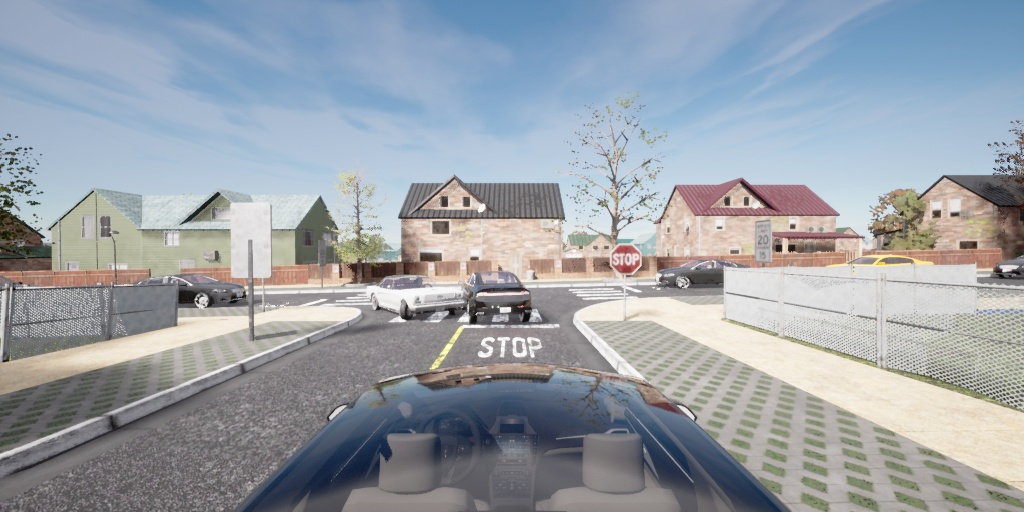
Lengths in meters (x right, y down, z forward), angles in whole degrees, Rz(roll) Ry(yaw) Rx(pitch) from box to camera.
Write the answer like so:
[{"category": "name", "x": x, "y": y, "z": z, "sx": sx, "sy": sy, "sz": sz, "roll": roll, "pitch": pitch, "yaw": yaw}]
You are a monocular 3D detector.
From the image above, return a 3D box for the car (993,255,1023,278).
[{"category": "car", "x": 29.386, "y": 0.478, "z": 19.511, "sx": 4.902, "sy": 1.511, "sz": 2.128, "roll": -1, "pitch": 1, "yaw": 0}]

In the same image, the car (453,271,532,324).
[{"category": "car", "x": -0.685, "y": 1.242, "z": 12.028, "sx": 2.128, "sy": 1.511, "sz": 4.902, "roll": 0, "pitch": 0, "yaw": -12}]

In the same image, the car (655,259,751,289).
[{"category": "car", "x": 10.331, "y": 0.926, "z": 19.437, "sx": 4.902, "sy": 1.511, "sz": 2.128, "roll": -1, "pitch": 1, "yaw": 0}]

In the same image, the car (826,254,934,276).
[{"category": "car", "x": 19.761, "y": 0.690, "z": 19.474, "sx": 5.008, "sy": 1.535, "sz": 1.882, "roll": -1, "pitch": 1, "yaw": -1}]

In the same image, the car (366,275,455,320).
[{"category": "car", "x": -3.602, "y": 1.368, "z": 12.887, "sx": 1.895, "sy": 1.301, "sz": 4.718, "roll": 0, "pitch": 0, "yaw": -38}]

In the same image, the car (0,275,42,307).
[{"category": "car", "x": -24.239, "y": 1.648, "z": 16.342, "sx": 4.553, "sy": 1.767, "sz": 2.097, "roll": -1, "pitch": 1, "yaw": 0}]

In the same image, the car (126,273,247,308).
[{"category": "car", "x": -14.902, "y": 1.566, "z": 16.383, "sx": 4.902, "sy": 1.511, "sz": 2.128, "roll": -1, "pitch": 1, "yaw": 0}]
